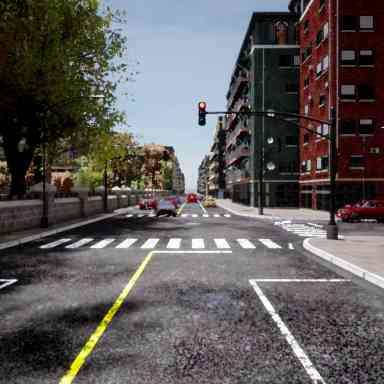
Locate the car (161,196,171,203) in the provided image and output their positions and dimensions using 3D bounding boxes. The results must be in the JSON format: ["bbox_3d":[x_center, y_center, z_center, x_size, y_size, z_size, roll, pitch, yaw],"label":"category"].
[{"bbox_3d":[-5.654,1.613,71.612,1.802,1.307,4.206,0,0,0],"label":"car"}]

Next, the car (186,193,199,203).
[{"bbox_3d":[0.039,1.250,69.281,2.150,2.045,5.566,0,0,0],"label":"car"}]

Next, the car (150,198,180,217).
[{"bbox_3d":[-2.622,1.551,31.526,2.033,1.411,5.357,0,0,-8],"label":"car"}]

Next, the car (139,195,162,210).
[{"bbox_3d":[-5.669,1.324,43.937,2.192,1.841,5.009,0,0,0],"label":"car"}]

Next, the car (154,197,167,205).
[{"bbox_3d":[-5.660,1.566,60.542,1.887,1.381,4.507,0,0,0],"label":"car"}]

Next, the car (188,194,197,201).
[{"bbox_3d":[0.044,1.306,79.641,2.097,1.767,4.553,0,0,0],"label":"car"}]

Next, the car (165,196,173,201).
[{"bbox_3d":[-5.647,1.624,82.683,1.802,1.307,4.206,0,0,0],"label":"car"}]

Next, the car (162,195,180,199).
[{"bbox_3d":[-3.072,1.488,46.625,1.882,1.535,5.008,0,0,0],"label":"car"}]

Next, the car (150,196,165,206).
[{"bbox_3d":[-5.663,1.457,55.007,1.967,1.590,4.097,0,0,0],"label":"car"}]

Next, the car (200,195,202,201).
[{"bbox_3d":[2.718,1.562,55.003,1.887,1.381,4.507,0,0,0],"label":"car"}]

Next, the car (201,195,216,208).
[{"bbox_3d":[2.715,1.538,49.638,1.752,1.417,4.829,0,0,0],"label":"car"}]

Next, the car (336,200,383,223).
[{"bbox_3d":[14.631,1.591,27.353,5.009,1.841,2.192,1,-1,0],"label":"car"}]

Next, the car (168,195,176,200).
[{"bbox_3d":[-5.642,1.579,93.583,1.752,1.417,4.829,0,0,0],"label":"car"}]

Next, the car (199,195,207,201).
[{"bbox_3d":[2.733,1.586,82.679,1.887,1.381,4.507,0,0,0],"label":"car"}]

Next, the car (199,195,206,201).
[{"bbox_3d":[2.736,1.593,88.214,1.887,1.381,4.507,0,0,0],"label":"car"}]

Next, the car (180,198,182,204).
[{"bbox_3d":[-3.026,1.547,60.916,1.812,1.442,4.674,0,0,0],"label":"car"}]
